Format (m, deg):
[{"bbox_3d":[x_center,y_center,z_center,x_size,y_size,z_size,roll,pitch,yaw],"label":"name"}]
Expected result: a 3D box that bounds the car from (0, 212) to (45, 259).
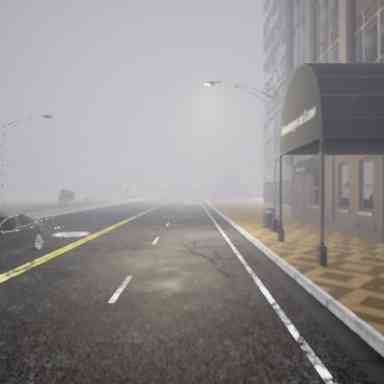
[{"bbox_3d":[-6.570,1.463,10.940,1.837,1.490,4.892,0,0,0],"label":"car"}]
